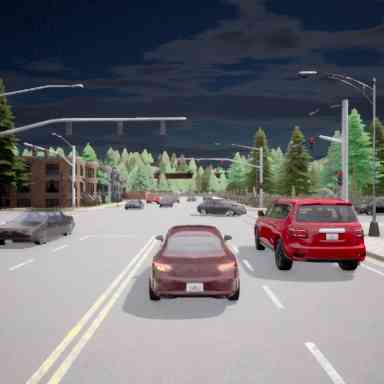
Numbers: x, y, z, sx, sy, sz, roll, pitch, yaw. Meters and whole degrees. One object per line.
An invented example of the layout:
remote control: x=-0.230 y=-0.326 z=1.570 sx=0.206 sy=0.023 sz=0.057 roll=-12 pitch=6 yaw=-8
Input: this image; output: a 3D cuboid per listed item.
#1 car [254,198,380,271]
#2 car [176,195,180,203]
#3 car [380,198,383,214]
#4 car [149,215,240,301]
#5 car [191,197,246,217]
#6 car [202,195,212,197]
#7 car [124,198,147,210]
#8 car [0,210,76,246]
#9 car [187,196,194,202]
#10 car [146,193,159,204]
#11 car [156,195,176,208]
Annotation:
car: x=3.551 y=1.221 z=11.086 sx=2.150 sy=2.045 sz=5.566 roll=0 pitch=0 yaw=0
car: x=-3.660 y=1.348 z=68.292 sx=2.097 sy=1.767 sz=4.553 roll=0 pitch=0 yaw=0
car: x=18.255 y=1.351 z=32.480 sx=4.553 sy=1.767 sz=2.097 roll=0 pitch=0 yaw=0
car: x=0.045 y=1.526 z=8.205 sx=1.812 sy=1.442 sz=4.674 roll=0 pitch=0 yaw=0
car: x=2.679 y=1.505 z=31.042 sx=4.892 sy=1.490 sz=1.837 roll=0 pitch=2 yaw=36
car: x=3.342 y=1.353 z=74.368 sx=2.097 sy=1.767 sz=4.553 roll=0 pitch=0 yaw=0
car: x=-7.195 y=1.563 z=41.688 sx=1.994 sy=1.385 sz=4.181 roll=0 pitch=0 yaw=0
car: x=-7.136 y=1.547 z=15.595 sx=2.033 sy=1.411 sz=5.357 roll=0 pitch=0 yaw=0
car: x=-0.165 y=1.551 z=74.595 sx=1.994 sy=1.385 sz=4.181 roll=0 pitch=0 yaw=0
car: x=-7.210 y=1.218 z=61.893 sx=2.150 sy=2.045 sz=5.566 roll=0 pitch=0 yaw=0
car: x=-3.705 y=1.503 z=47.928 sx=1.837 sy=1.490 sz=4.892 roll=0 pitch=0 yaw=0
